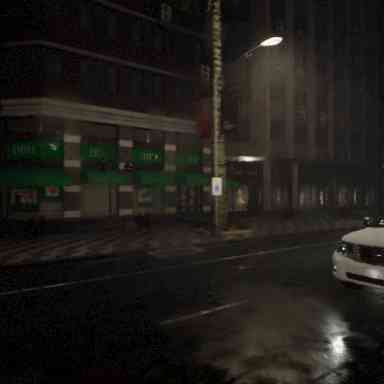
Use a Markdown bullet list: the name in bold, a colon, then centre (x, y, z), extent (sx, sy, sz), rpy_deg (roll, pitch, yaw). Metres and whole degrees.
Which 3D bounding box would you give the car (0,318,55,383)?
- **car**: centre (-3.416, 1.553, 1.444), extent (5.357, 1.411, 2.033), rpy_deg (0, 0, -35)

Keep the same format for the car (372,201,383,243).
- **car**: centre (10.530, 1.312, 14.966), extent (4.553, 1.767, 2.097), rpy_deg (0, 0, -28)

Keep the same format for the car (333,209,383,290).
- **car**: centre (5.723, 1.201, 7.951), extent (5.566, 2.045, 2.150), rpy_deg (0, 0, -35)
